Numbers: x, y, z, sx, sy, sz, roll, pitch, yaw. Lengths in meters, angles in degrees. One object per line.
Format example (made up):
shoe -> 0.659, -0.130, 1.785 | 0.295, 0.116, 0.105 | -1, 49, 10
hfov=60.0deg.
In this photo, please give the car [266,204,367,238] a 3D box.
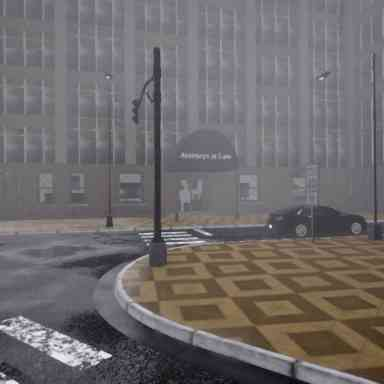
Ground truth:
car -> 5.987, 1.321, 15.970 | 4.892, 1.490, 1.837 | 0, 0, -14
